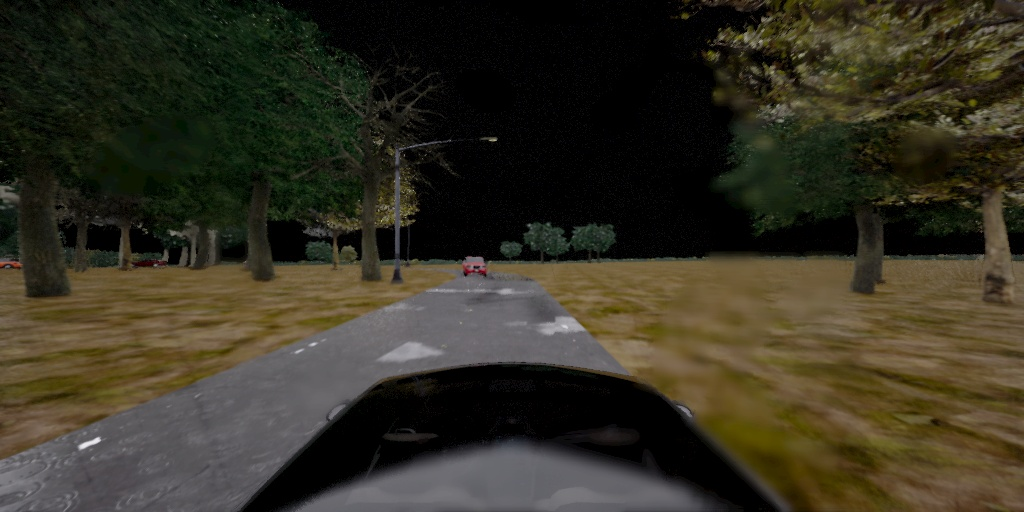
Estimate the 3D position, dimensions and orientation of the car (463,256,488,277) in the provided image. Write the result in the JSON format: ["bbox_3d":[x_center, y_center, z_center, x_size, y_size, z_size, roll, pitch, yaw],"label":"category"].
[{"bbox_3d":[-3.839,1.038,36.802,2.150,2.045,5.566,1,0,-11],"label":"car"}]
